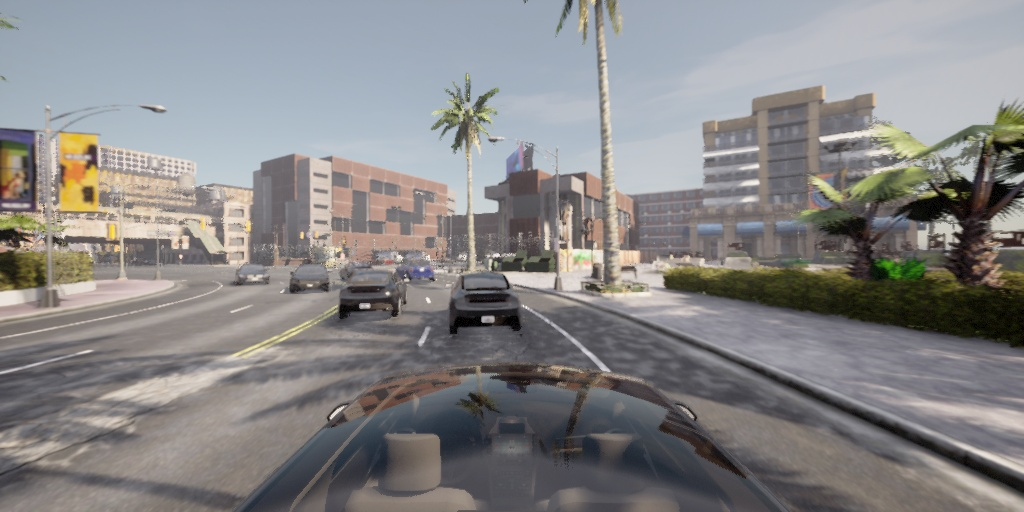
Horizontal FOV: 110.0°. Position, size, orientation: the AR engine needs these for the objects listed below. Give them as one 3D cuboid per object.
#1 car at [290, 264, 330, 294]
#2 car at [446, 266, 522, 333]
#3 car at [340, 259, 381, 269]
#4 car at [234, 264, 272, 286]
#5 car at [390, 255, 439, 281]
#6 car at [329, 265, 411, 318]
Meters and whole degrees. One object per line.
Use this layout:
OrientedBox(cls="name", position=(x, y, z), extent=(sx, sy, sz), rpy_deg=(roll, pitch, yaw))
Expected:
OrientedBox(cls="car", position=(-11.527, 1.235, 20.665), extent=(1.882, 1.535, 5.008), rpy_deg=(0, 0, -27))
OrientedBox(cls="car", position=(-0.918, 1.227, 10.761), extent=(1.837, 1.490, 4.892), rpy_deg=(0, 0, -9))
OrientedBox(cls="car", position=(-12.776, 1.224, 29.440), extent=(2.128, 1.511, 4.902), rpy_deg=(0, 0, -37))
OrientedBox(cls="car", position=(-18.967, 1.316, 26.212), extent=(1.812, 1.442, 4.674), rpy_deg=(-1, 0, -39))
OrientedBox(cls="car", position=(-7.782, 1.055, 28.335), extent=(2.097, 1.767, 4.553), rpy_deg=(-1, 0, -32))
OrientedBox(cls="car", position=(-4.912, 1.246, 13.099), extent=(1.837, 1.490, 4.892), rpy_deg=(0, 0, -12))
